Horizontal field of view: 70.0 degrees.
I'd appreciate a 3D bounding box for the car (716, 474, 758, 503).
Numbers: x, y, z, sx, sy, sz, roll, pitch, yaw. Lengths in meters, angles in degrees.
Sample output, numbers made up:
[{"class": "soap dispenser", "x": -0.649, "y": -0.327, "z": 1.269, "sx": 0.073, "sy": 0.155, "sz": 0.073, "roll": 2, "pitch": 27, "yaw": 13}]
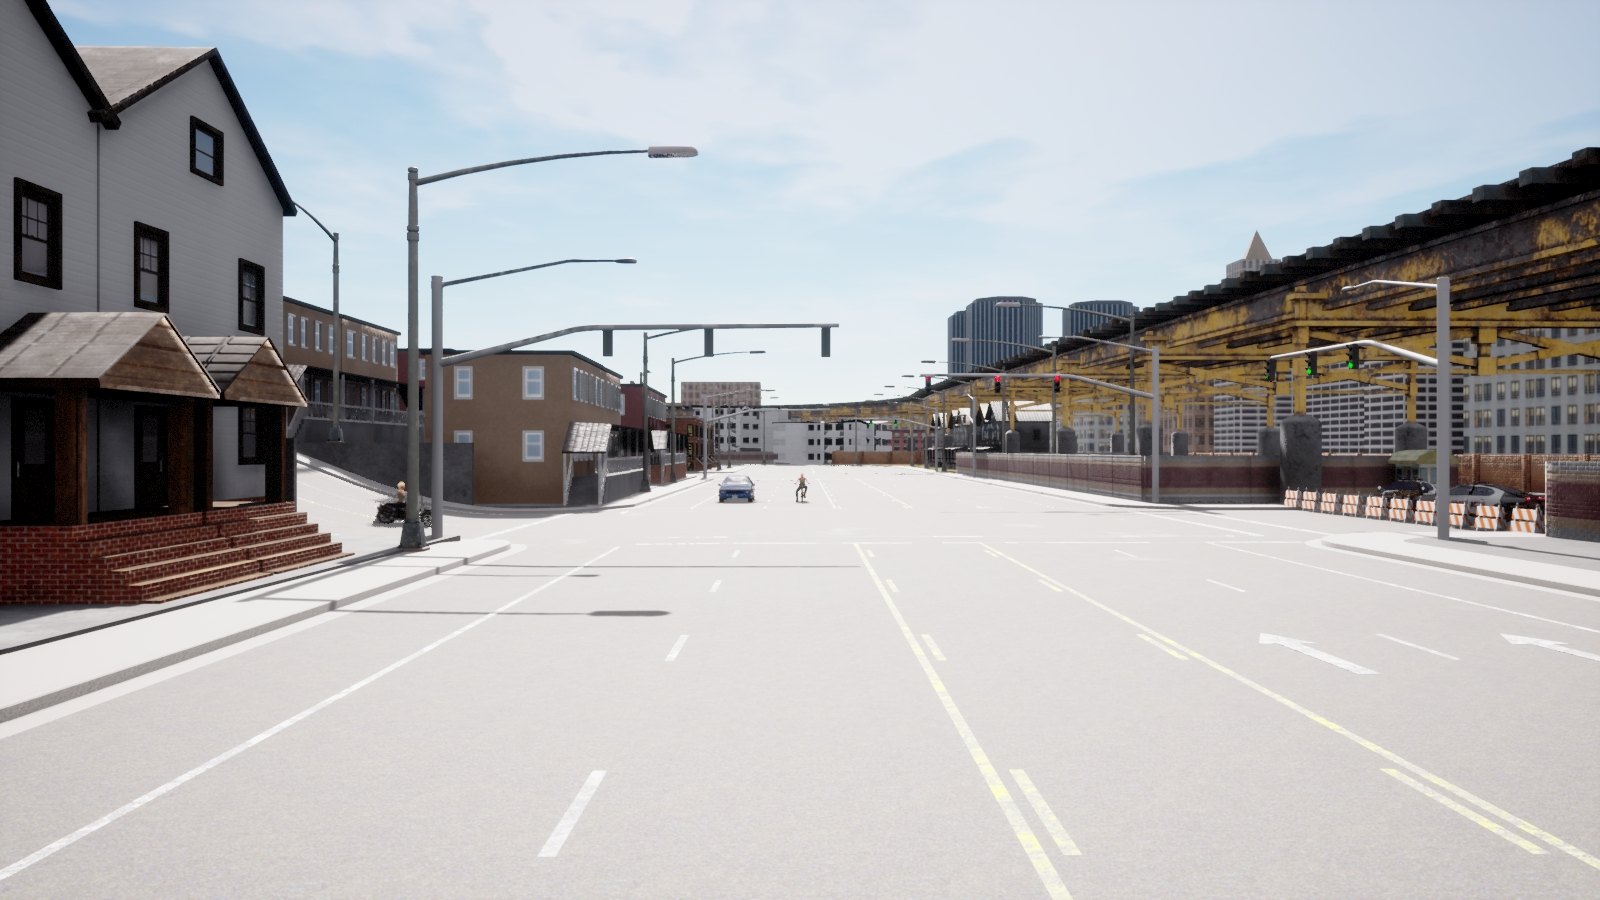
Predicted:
[{"class": "car", "x": -3.449, "y": 2.106, "z": 63.014, "sx": 2.033, "sy": 1.411, "sz": 5.357, "roll": 0, "pitch": 0, "yaw": 0}]
